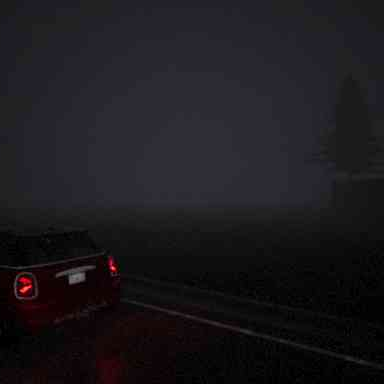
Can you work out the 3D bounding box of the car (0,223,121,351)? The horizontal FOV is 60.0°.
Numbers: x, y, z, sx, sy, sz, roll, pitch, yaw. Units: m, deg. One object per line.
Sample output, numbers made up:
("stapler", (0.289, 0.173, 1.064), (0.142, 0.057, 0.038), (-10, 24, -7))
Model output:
("car", (-3.561, 1.398, 6.525), (4.553, 1.767, 2.097), (0, 0, 35))
